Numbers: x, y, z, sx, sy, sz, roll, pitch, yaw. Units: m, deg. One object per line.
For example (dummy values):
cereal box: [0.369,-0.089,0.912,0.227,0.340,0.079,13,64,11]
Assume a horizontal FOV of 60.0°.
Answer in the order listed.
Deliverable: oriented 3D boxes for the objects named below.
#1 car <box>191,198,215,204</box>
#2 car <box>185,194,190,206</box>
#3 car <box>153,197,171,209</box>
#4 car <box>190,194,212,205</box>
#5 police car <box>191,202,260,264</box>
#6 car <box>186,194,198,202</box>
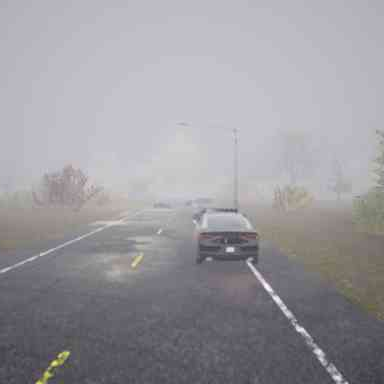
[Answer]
car: [1.049,1.385,21.599,1.837,1.490,4.892,0,0,0]
car: [0.018,1.305,47.496,1.895,1.301,4.718,0,0,0]
car: [-3.589,1.319,40.351,1.994,1.385,4.181,0,0,0]
car: [1.049,1.193,27.570,2.097,1.767,4.553,0,0,0]
police car: [1.050,1.363,11.708,1.930,1.638,5.238,0,0,0]
car: [-0.008,1.139,61.992,2.033,1.411,5.357,0,0,0]
